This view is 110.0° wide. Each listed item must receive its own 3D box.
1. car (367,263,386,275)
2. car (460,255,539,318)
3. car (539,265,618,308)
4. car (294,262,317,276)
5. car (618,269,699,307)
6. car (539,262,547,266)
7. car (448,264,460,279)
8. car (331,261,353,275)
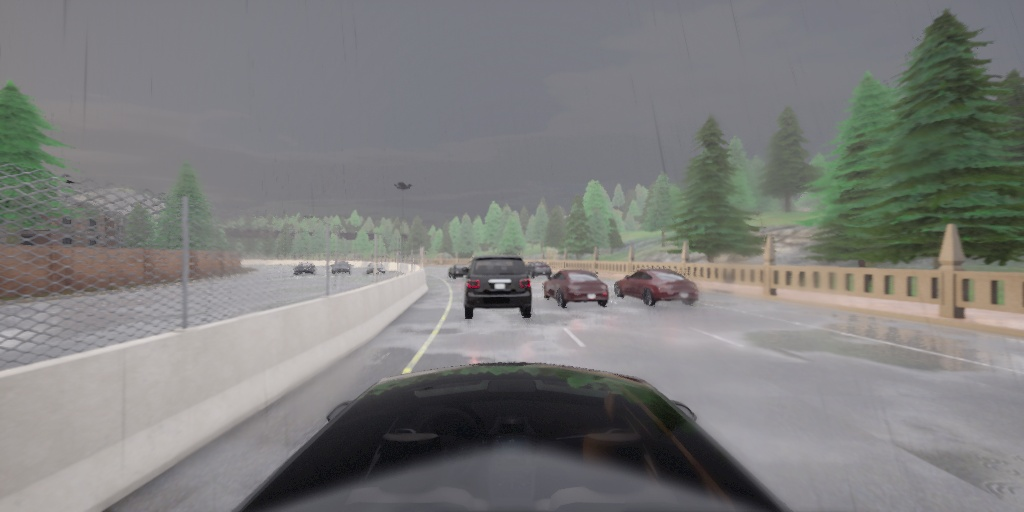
[{"bbox_3d":[-15.347,1.418,40.539,1.895,1.301,4.718,0,0,-24],"label":"car"},{"bbox_3d":[-0.634,0.986,13.199,2.150,2.045,5.566,0,0,-6],"label":"car"},{"bbox_3d":[2.585,1.288,15.238,1.812,1.442,4.674,0,0,-7],"label":"car"},{"bbox_3d":[-22.133,1.372,38.609,2.033,1.411,5.357,0,0,-24],"label":"car"},{"bbox_3d":[6.081,1.283,15.514,1.812,1.442,4.674,0,0,-7],"label":"car"},{"bbox_3d":[2.145,1.276,33.901,2.128,1.511,4.902,0,0,-17],"label":"car"},{"bbox_3d":[-4.659,1.393,32.442,1.895,1.301,4.718,0,0,-17],"label":"car"},{"bbox_3d":[-18.985,1.327,40.042,1.837,1.490,4.892,0,0,-25],"label":"car"}]
